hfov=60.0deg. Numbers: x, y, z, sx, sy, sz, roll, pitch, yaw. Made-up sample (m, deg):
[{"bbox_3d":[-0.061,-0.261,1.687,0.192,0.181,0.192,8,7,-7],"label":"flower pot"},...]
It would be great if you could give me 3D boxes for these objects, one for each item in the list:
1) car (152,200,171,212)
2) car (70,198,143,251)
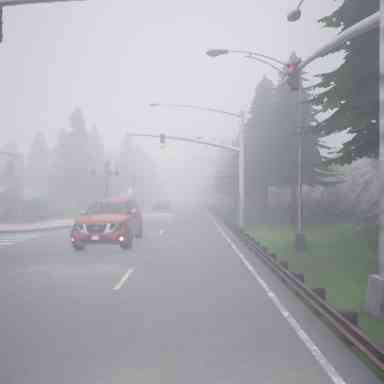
[{"bbox_3d":[-3.550,1.625,39.220,1.895,1.301,4.718,0,0,0],"label":"car"},{"bbox_3d":[-3.543,1.312,14.920,2.150,2.045,5.566,-1,0,0],"label":"car"}]
